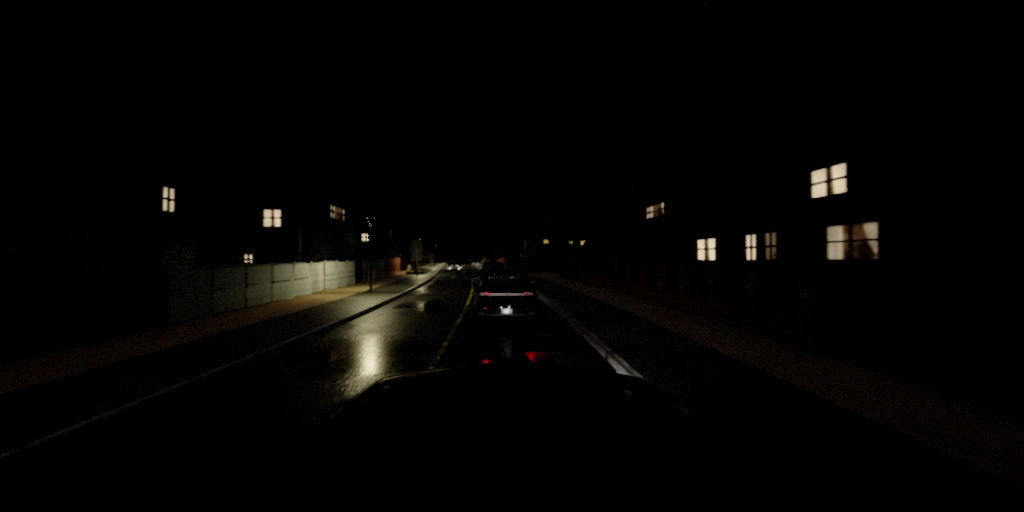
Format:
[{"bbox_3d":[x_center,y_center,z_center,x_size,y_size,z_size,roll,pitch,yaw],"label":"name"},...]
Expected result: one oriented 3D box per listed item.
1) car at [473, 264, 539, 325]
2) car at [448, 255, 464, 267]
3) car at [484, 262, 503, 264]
[{"bbox_3d":[-0.241,1.193,11.629,2.128,1.511,4.902,0,0,-3],"label":"car"},{"bbox_3d":[-10.275,0.909,64.459,2.150,2.045,5.566,0,0,-9],"label":"car"},{"bbox_3d":[-1.342,1.167,25.225,1.837,1.490,4.892,0,0,-6],"label":"car"}]
